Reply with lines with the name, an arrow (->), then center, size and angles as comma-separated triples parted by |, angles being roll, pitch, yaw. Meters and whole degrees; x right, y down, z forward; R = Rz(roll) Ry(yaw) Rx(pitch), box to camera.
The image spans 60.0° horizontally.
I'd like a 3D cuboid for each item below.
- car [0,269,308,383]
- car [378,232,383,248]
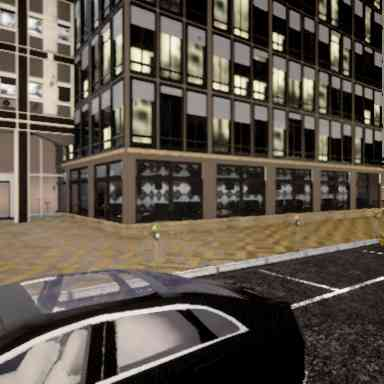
car -> -1.160, 1.492, 2.539 | 4.902, 1.511, 2.128 | 0, 0, -36
car -> 6.521, 1.553, 7.971 | 4.181, 1.385, 1.994 | 0, 0, -35
